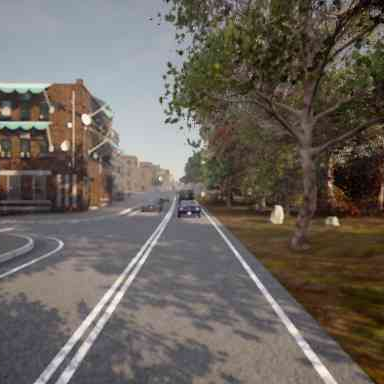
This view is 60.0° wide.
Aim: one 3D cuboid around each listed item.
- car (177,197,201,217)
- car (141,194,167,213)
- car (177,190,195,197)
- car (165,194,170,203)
[{"bbox_3d":[-0.257,1.336,28.085,1.895,1.301,4.718,0,1,-1],"label":"car"},{"bbox_3d":[-3.819,1.241,32.626,1.994,1.385,4.181,0,1,-1],"label":"car"},{"bbox_3d":[-0.821,0.674,46.416,2.150,2.045,5.566,0,1,-2],"label":"car"},{"bbox_3d":[-4.397,0.930,50.608,1.994,1.385,4.181,0,1,-2],"label":"car"}]
